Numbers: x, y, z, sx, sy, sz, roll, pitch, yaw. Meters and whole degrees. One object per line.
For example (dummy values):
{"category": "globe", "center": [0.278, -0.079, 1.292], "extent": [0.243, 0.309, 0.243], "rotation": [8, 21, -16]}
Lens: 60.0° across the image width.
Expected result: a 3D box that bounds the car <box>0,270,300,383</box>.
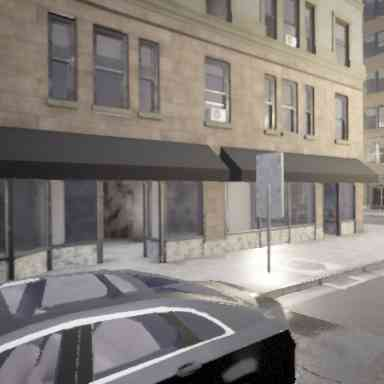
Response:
{"category": "car", "center": [-1.285, 1.488, 2.453], "extent": [4.902, 1.511, 2.128], "rotation": [-1, 0, -35]}
